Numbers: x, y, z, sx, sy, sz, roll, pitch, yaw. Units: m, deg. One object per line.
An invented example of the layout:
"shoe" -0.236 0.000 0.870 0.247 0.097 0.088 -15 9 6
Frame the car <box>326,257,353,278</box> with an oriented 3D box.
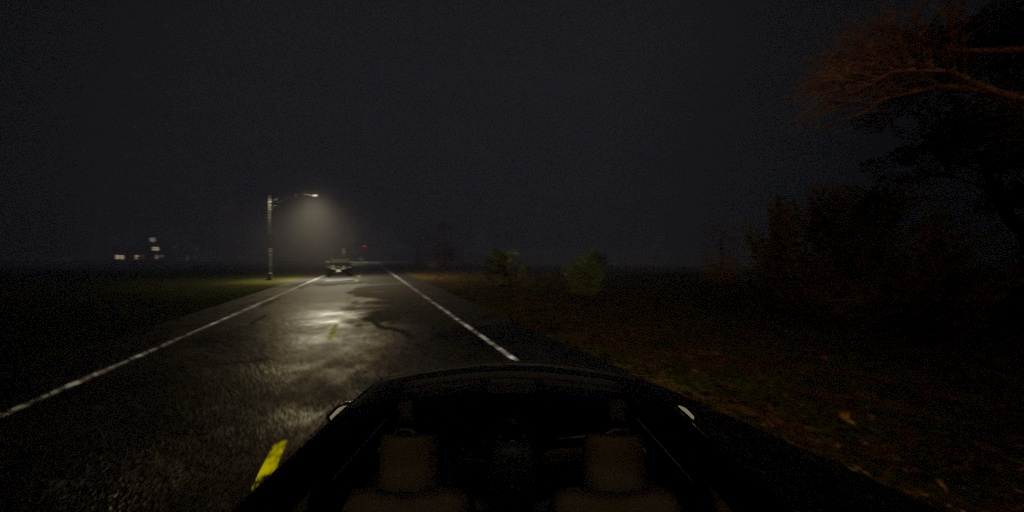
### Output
"car" -17.484 1.071 36.544 2.150 2.045 5.566 -1 0 -22
